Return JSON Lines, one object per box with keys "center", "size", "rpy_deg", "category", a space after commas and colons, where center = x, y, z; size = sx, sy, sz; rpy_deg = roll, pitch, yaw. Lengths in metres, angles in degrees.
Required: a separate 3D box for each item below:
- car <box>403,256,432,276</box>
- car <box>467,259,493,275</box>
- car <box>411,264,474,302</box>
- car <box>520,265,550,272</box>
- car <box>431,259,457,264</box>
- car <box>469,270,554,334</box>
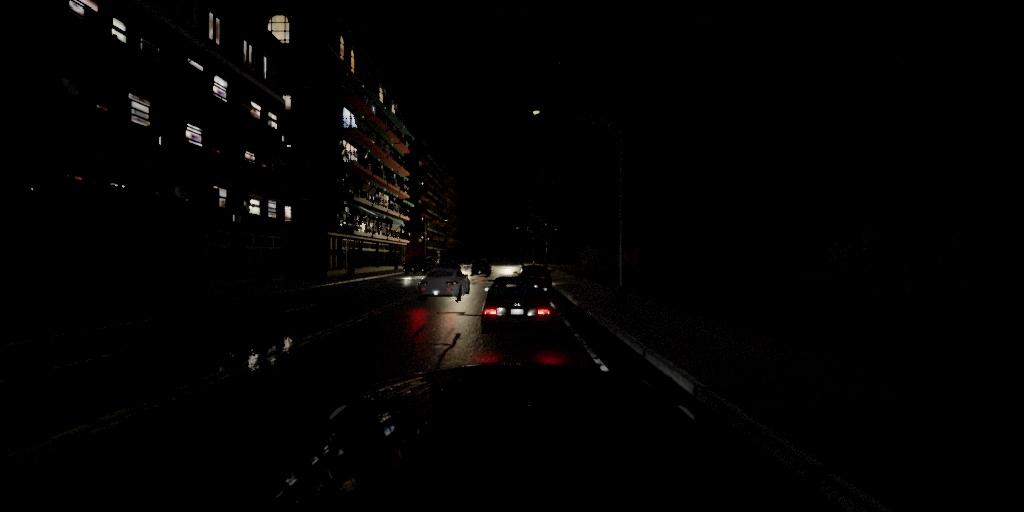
{"center": [-9.782, 0.973, 38.203], "size": [2.150, 2.045, 5.566], "rpy_deg": [0, 0, 0], "category": "car"}
{"center": [-3.084, 1.258, 36.490], "size": [1.837, 1.490, 4.892], "rpy_deg": [0, 0, 0], "category": "car"}
{"center": [-3.123, 1.278, 17.046], "size": [1.812, 1.442, 4.674], "rpy_deg": [0, 0, 0], "category": "car"}
{"center": [1.171, 1.257, 20.257], "size": [1.837, 1.490, 4.892], "rpy_deg": [0, 0, 0], "category": "car"}
{"center": [-6.535, 1.229, 36.698], "size": [1.882, 1.535, 5.008], "rpy_deg": [0, 0, 0], "category": "car"}
{"center": [0.117, 1.299, 10.568], "size": [2.033, 1.411, 5.357], "rpy_deg": [0, 0, 0], "category": "car"}
